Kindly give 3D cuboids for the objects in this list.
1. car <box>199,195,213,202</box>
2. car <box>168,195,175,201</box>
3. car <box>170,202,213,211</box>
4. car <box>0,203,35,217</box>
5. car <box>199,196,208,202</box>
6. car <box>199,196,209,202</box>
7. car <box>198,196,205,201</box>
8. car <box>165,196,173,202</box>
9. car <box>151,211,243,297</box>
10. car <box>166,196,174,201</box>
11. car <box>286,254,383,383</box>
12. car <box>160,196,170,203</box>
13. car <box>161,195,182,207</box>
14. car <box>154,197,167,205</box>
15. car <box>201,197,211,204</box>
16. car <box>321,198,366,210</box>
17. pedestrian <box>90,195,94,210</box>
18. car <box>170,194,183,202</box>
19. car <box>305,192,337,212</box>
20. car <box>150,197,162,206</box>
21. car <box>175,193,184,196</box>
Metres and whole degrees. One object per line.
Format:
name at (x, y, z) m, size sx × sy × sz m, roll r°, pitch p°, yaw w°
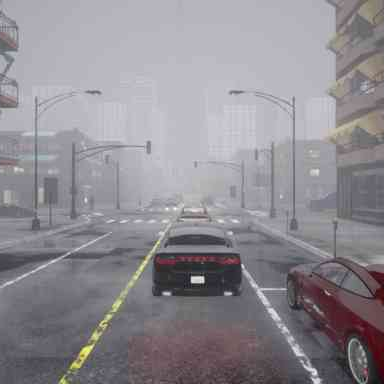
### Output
car at (2.716, 1.365, 59.697) m, size 2.192 × 1.841 × 5.009 m, roll 0°, pitch 0°, yaw 0°
car at (-5.652, 1.639, 92.681) m, size 1.752 × 1.417 × 4.829 m, roll 0°, pitch 0°, yaw 0°
car at (0.108, 1.499, 17.854) m, size 2.128 × 1.511 × 4.902 m, roll 0°, pitch 0°, yaw 0°
car at (-17.547, 1.766, 32.703) m, size 4.181 × 1.385 × 1.994 m, roll -1°, pitch 0°, yaw 0°
car at (2.724, 1.640, 81.798) m, size 2.008 × 1.369 × 4.403 m, roll 0°, pitch 0°, yaw 0°
car at (2.722, 1.644, 76.273) m, size 1.947 × 1.339 × 4.313 m, roll 0°, pitch 0°, yaw 0°
car at (2.729, 1.696, 92.848) m, size 1.802 × 1.307 × 4.206 m, roll 0°, pitch 0°, yaw 0°
car at (-5.656, 1.671, 81.802) m, size 1.802 × 1.307 × 4.206 m, roll 0°, pitch 0°, yaw 0°
car at (0.103, 1.480, 8.653) m, size 1.882 × 1.535 × 5.008 m, roll 0°, pitch 0°, yaw 0°
car at (-5.654, 1.683, 87.326) m, size 1.802 × 1.307 × 4.206 m, roll 0°, pitch 0°, yaw 0°
car at (2.694, 1.583, 4.944) m, size 1.802 × 1.307 × 4.206 m, roll 0°, pitch 0°, yaw 0°
car at (-5.660, 1.593, 70.581) m, size 1.752 × 1.417 × 4.829 m, roll 0°, pitch 0°, yaw 0°
car at (-3.070, 1.584, 51.139) m, size 2.033 × 1.411 × 5.357 m, roll 0°, pitch 0°, yaw 0°
car at (-5.665, 1.616, 59.700) m, size 1.947 × 1.339 × 4.313 m, roll 0°, pitch 0°, yaw 0°
car at (2.718, 1.624, 65.222) m, size 1.947 × 1.339 × 4.313 m, roll 0°, pitch 0°, yaw 0°
car at (17.504, 1.378, 38.489) m, size 4.313 × 1.339 × 1.947 m, roll -1°, pitch 0°, yaw 0°
pedestrian at (-12.495, 1.311, 41.439) m, size 0.375 × 1.860 × 0.375 m, roll 0°, pitch 0°, yaw 0°
car at (-3.043, 1.577, 60.584) m, size 1.812 × 1.442 × 4.674 m, roll 0°, pitch 0°, yaw 0°
car at (15.185, 1.052, 35.908) m, size 5.566 × 2.045 × 2.150 m, roll -1°, pitch 0°, yaw 0°
car at (-5.755, 1.586, 54.178) m, size 1.887 × 1.381 × 4.507 m, roll 0°, pitch 0°, yaw 0°
car at (-2.971, 1.294, 71.189) m, size 2.150 × 2.045 × 5.566 m, roll 0°, pitch 0°, yaw 0°
